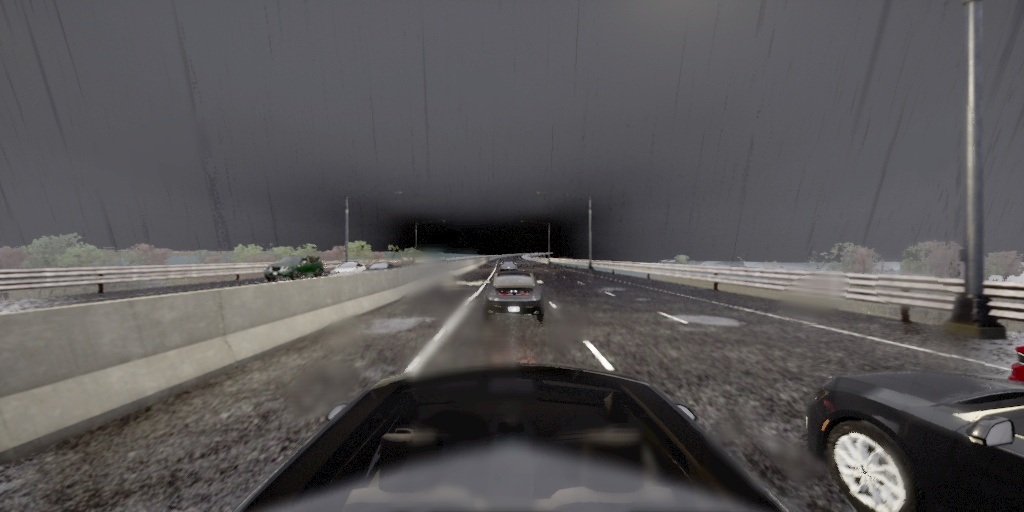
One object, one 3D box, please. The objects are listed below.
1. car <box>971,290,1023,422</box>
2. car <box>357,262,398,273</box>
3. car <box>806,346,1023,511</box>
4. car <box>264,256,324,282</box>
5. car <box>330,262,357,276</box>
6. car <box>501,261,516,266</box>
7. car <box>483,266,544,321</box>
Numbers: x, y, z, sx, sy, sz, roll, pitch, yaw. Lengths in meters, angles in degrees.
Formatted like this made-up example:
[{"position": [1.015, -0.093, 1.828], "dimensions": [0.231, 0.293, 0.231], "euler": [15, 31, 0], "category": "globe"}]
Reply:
[{"position": [7.092, 1.226, 2.295], "dimensions": [1.882, 1.535, 5.008], "euler": [0, 0, 0], "category": "car"}, {"position": [-10.761, 1.273, 29.648], "dimensions": [1.812, 1.442, 4.674], "euler": [0, 0, 0], "category": "car"}, {"position": [3.592, 1.254, 1.246], "dimensions": [1.837, 1.490, 4.892], "euler": [0, 0, 0], "category": "car"}, {"position": [-17.759, 0.974, 29.602], "dimensions": [2.150, 2.045, 5.566], "euler": [0, 0, -1], "category": "car"}, {"position": [-14.274, 1.293, 31.709], "dimensions": [1.812, 1.442, 4.674], "euler": [0, 0, -1], "category": "car"}, {"position": [-0.424, 1.296, 43.431], "dimensions": [1.994, 1.385, 4.181], "euler": [0, 0, -1], "category": "car"}, {"position": [0.051, 1.255, 12.556], "dimensions": [1.837, 1.490, 4.892], "euler": [0, 0, 0], "category": "car"}]
